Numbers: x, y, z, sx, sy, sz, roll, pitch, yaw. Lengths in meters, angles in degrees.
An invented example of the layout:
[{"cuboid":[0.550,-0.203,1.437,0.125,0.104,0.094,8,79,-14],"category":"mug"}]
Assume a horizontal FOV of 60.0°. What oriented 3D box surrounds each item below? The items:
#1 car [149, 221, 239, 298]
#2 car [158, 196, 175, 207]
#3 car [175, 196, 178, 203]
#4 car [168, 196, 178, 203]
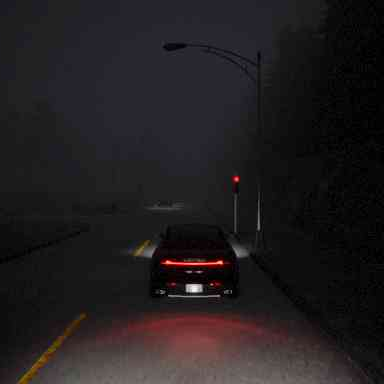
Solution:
[{"cuboid":[0.059,1.505,8.481,1.837,1.490,4.892,0,0,0],"category":"car"},{"cuboid":[-4.090,1.477,51.207,1.882,1.535,5.008,0,0,0],"category":"car"},{"cuboid":[-4.066,1.477,60.553,1.882,1.535,5.008,0,0,0],"category":"car"},{"cuboid":[-3.994,1.522,70.755,1.812,1.442,4.674,0,0,0],"category":"car"}]
